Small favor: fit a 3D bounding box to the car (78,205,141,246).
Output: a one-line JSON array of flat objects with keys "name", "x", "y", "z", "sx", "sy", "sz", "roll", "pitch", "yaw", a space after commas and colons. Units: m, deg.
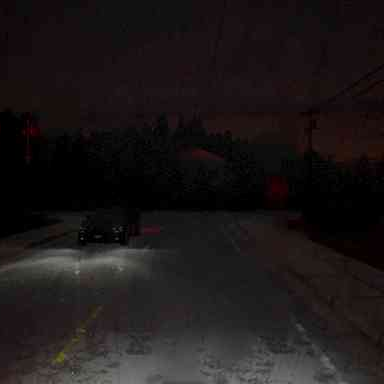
[{"name": "car", "x": -3.503, "y": 1.372, "z": 14.865, "sx": 1.882, "sy": 1.535, "sz": 5.008, "roll": 0, "pitch": 0, "yaw": 0}]
